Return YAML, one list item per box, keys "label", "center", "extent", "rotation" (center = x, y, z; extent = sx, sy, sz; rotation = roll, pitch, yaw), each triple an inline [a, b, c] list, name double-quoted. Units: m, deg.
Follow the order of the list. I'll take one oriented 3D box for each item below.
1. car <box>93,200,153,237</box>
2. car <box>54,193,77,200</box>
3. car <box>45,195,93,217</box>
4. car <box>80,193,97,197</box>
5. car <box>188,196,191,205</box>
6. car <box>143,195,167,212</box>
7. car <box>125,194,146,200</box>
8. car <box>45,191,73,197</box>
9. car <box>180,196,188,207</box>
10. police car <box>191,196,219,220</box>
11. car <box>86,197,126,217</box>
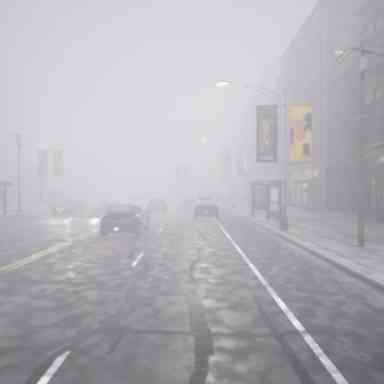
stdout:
- label: "car"
  center: [-3.391, 1.381, 17.326]
  extent: [1.837, 1.490, 4.892]
  rotation: [0, 0, 0]
- label: "car"
  center: [-29.216, 0.971, 76.940]
  extent: [4.674, 1.452, 2.002]
  rotation: [0, 0, 20]
- label: "car"
  center: [-10.660, 1.282, 29.226]
  extent: [2.128, 1.511, 4.902]
  rotation: [0, 0, -1]
- label: "car"
  center: [-22.524, 0.851, 70.606]
  extent: [5.357, 1.411, 2.033]
  rotation: [0, 0, 27]
- label: "car"
  center: [0.892, 1.191, 37.120]
  extent: [1.801, 1.575, 5.366]
  rotation: [0, 0, -5]
- label: "car"
  center: [-3.580, 1.320, 34.223]
  extent: [1.994, 1.385, 4.181]
  rotation: [0, 0, -3]
- label: "car"
  center: [-10.761, 1.054, 61.420]
  extent: [2.128, 1.511, 4.902]
  rotation: [0, 1, -43]
- label: "car"
  center: [-26.069, 0.745, 64.386]
  extent: [5.566, 2.045, 2.150]
  rotation: [0, 0, 30]
- label: "car"
  center: [-0.274, 1.213, 43.865]
  extent: [1.812, 1.442, 4.674]
  rotation: [0, 0, -14]
- label: "police car"
  center: [1.063, 1.236, 26.499]
  extent: [1.930, 1.638, 5.238]
  rotation: [0, 0, 0]
- label: "car"
  center: [-7.176, 1.362, 28.236]
  extent: [1.994, 1.385, 4.181]
  rotation: [0, 0, -1]
